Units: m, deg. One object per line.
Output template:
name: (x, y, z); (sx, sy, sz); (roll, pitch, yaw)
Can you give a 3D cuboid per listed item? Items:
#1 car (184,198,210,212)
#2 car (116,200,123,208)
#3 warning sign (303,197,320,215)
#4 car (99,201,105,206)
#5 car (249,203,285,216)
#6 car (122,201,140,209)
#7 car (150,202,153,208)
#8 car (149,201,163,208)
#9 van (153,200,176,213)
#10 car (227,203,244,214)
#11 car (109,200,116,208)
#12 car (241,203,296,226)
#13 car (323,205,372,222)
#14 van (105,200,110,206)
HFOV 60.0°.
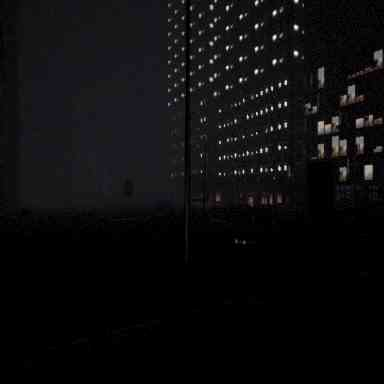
car: (0.670, 1.954, 50.726); (2.150, 2.045, 5.566); (0, -1, -26)
car: (-13.259, 2.602, 66.321); (1.752, 1.417, 4.829); (-1, -1, -26)
warning sign: (13.068, 1.544, 36.424); (1.300, 1.860, 1.060); (1, -1, -26)
car: (-23.073, 3.053, 86.751); (1.887, 1.381, 4.507); (-1, -1, -26)
car: (8.834, 2.068, 39.684); (1.947, 1.339, 4.313); (-1, -1, -26)
car: (-10.897, 2.525, 61.404); (2.008, 1.369, 4.403); (-1, -1, -26)
car: (-7.023, 2.538, 66.729); (1.882, 1.535, 5.008); (0, -1, -26)
car: (-8.213, 2.808, 75.171); (1.802, 1.307, 4.206); (-1, -1, -26)
van: (-3.595, 2.005, 46.198); (1.690, 1.788, 3.998); (-1, -1, -26)
car: (6.398, 2.168, 44.754); (1.947, 1.339, 4.313); (-1, -1, -26)
car: (-15.768, 2.731, 71.544); (1.887, 1.381, 4.507); (-1, -1, -26)
car: (6.150, 1.813, 25.916); (2.008, 1.369, 4.403); (-1, -1, -26)
car: (13.704, 1.854, 29.544); (2.008, 1.369, 4.403); (-1, -1, -26)
van: (-18.206, 2.634, 76.615); (1.690, 1.788, 3.998); (-1, -1, -26)
